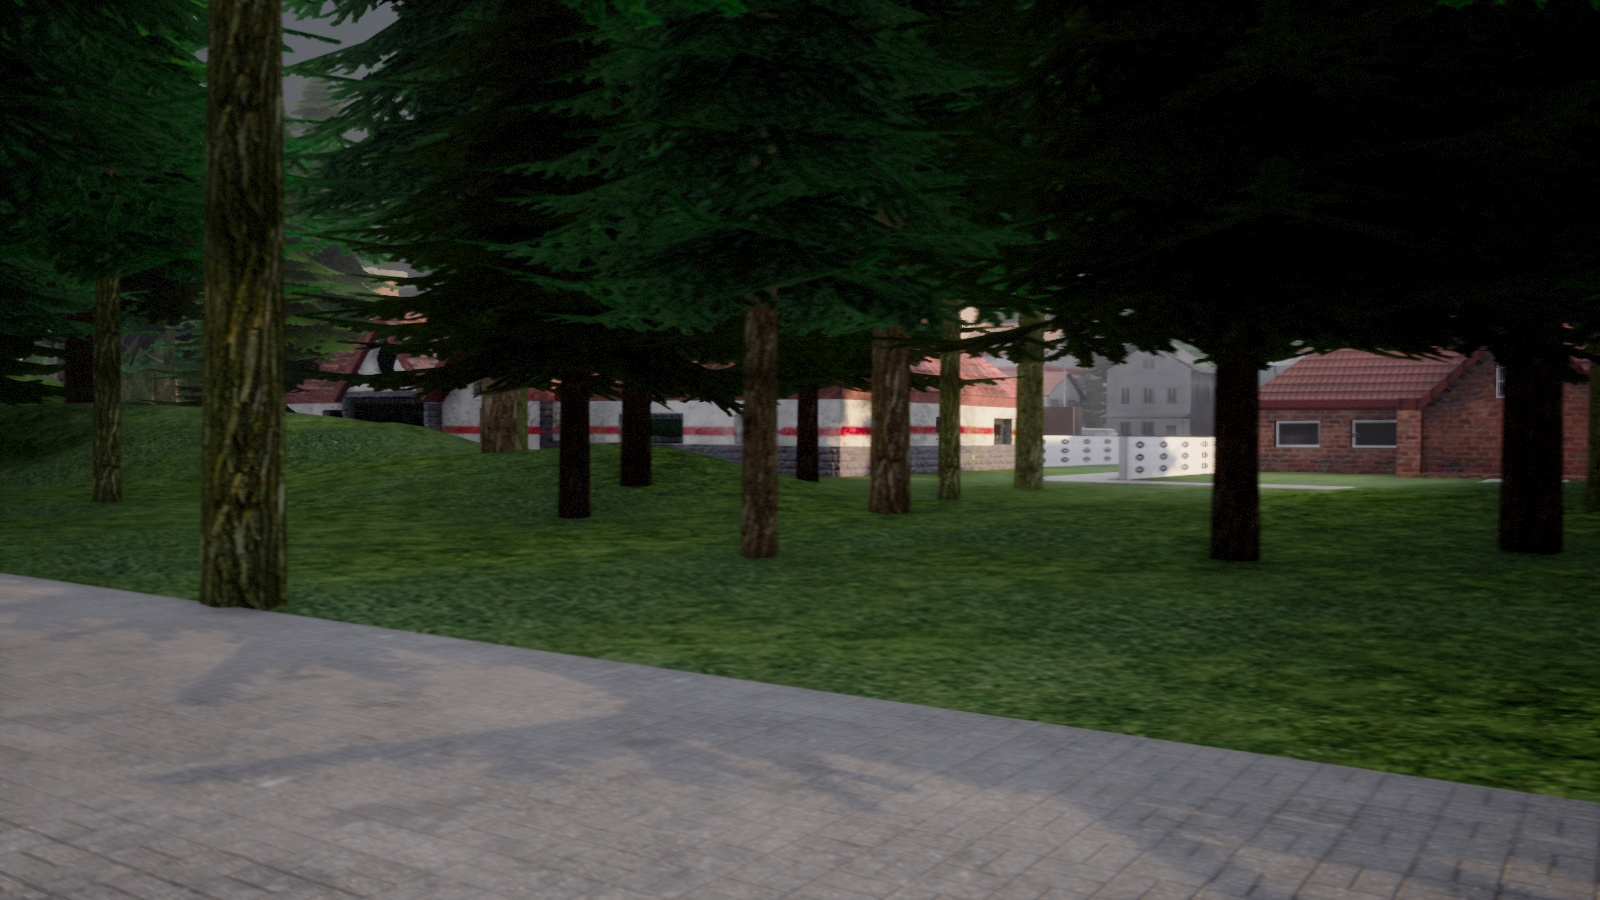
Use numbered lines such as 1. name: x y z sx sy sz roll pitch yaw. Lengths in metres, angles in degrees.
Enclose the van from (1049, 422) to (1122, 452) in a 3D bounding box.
1. van: 19.368 -0.854 85.196 4.442 1.987 1.775 0 1 33
